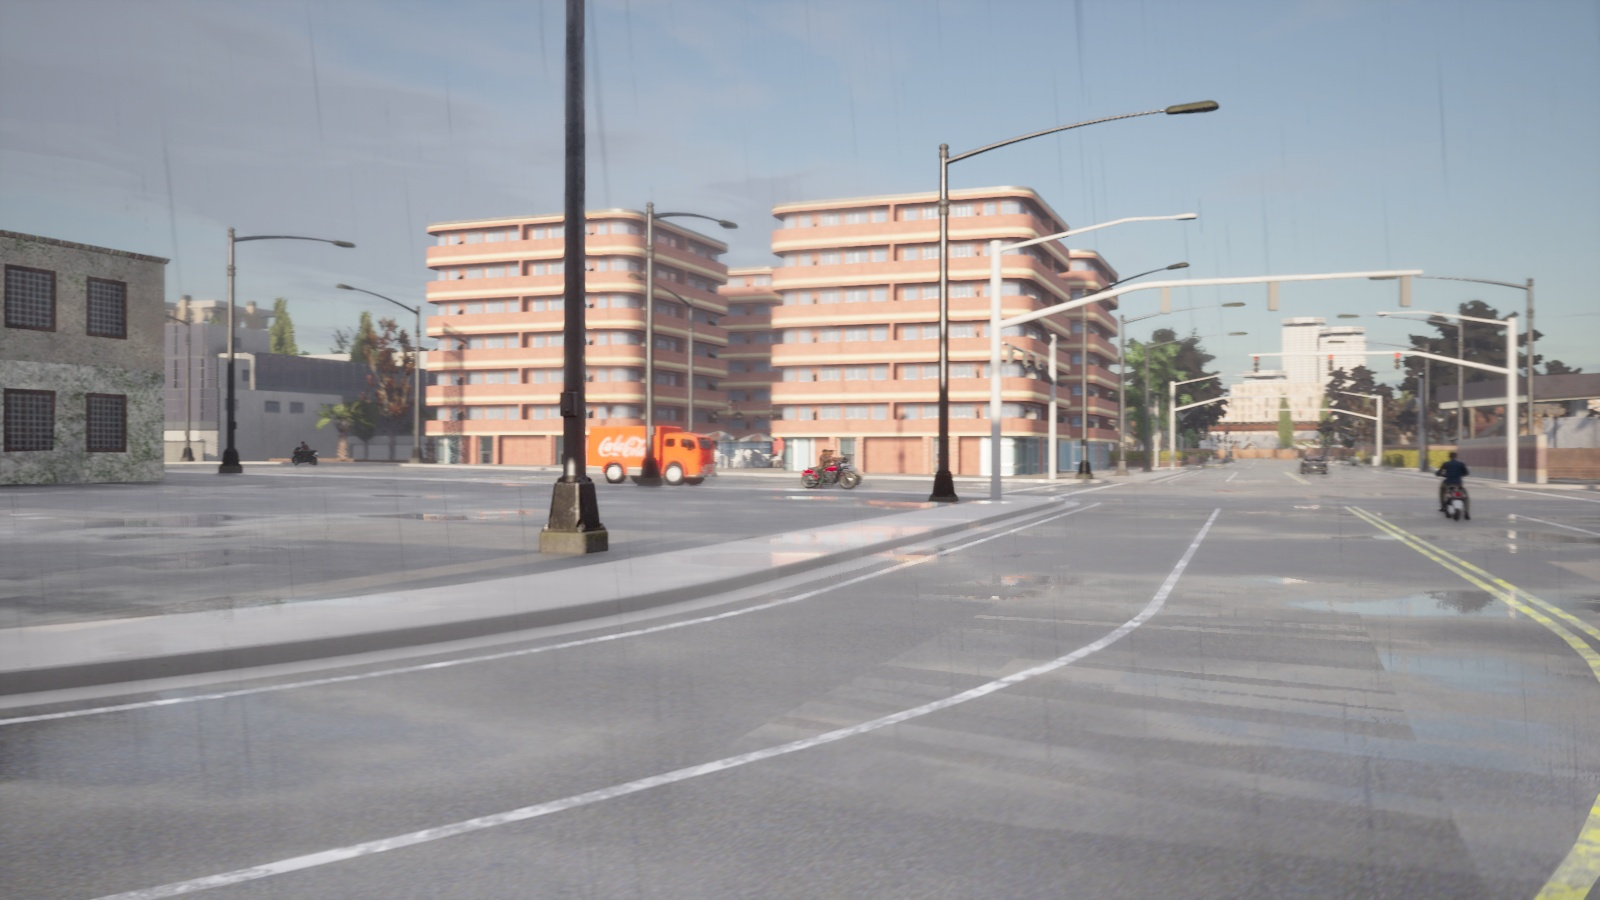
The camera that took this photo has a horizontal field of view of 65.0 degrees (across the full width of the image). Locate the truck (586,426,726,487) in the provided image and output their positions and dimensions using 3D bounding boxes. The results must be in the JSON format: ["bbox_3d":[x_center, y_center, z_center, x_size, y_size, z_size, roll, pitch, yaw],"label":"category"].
[{"bbox_3d":[-6.030,0.251,52.720,5.204,2.467,2.627,1,0,21],"label":"truck"}]

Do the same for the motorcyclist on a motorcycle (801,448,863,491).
[{"bbox_3d":[1.274,0.762,49.881,2.350,1.649,0.766,1,0,21],"label":"motorcyclist on a motorcycle"}]

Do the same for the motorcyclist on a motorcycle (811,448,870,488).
[{"bbox_3d":[1.724,0.760,53.461,2.350,1.649,0.766,1,0,21],"label":"motorcyclist on a motorcycle"}]

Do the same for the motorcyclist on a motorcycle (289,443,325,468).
[{"bbox_3d":[-30.307,0.344,77.162,2.044,1.523,0.797,1,0,21],"label":"motorcyclist on a motorcycle"}]

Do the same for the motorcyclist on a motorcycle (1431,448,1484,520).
[{"bbox_3d":[15.140,0.763,28.963,0.866,1.590,1.817,0,0,20],"label":"motorcyclist on a motorcycle"}]
